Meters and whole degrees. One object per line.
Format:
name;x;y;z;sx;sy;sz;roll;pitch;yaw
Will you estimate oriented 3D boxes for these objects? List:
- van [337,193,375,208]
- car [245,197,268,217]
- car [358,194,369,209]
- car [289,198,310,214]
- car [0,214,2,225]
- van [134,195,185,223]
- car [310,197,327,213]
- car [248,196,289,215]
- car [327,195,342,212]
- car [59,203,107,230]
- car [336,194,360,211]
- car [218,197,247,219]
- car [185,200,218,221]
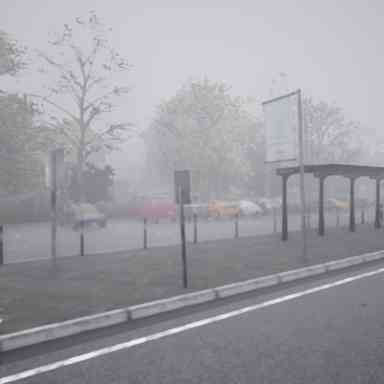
van;19.976;1.077;40.823;1.878;1.987;4.442;0;0;-36
car;4.104;1.427;29.624;2.002;1.452;4.674;0;0;-36
car;17.635;1.344;39.331;2.163;1.488;4.792;0;0;-36
car;8.616;1.361;32.858;2.097;1.535;5.008;0;0;-36
car;-11.598;1.478;18.179;1.946;1.575;5.366;0;0;-36
van;-2.742;1.200;24.878;1.878;1.987;4.442;0;0;-36
car;10.880;1.350;34.461;2.231;1.521;4.892;0;0;-36
car;6.342;1.248;31.264;2.185;1.767;4.553;0;0;-36
car;13.118;1.367;36.103;2.163;1.488;4.792;0;0;-36
car;-7.172;1.483;21.534;2.163;1.488;4.792;0;0;-36
car;15.500;1.323;37.541;1.946;1.575;5.366;0;0;-36
car;1.847;1.399;28.008;2.097;1.535;5.008;0;0;-36
car;-0.414;1.453;26.395;2.002;1.452;4.674;0;0;-36
